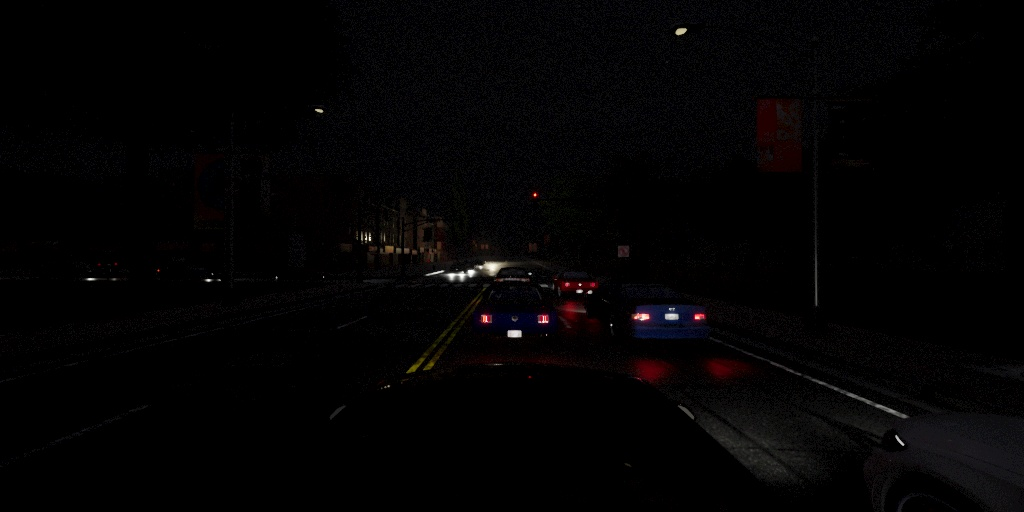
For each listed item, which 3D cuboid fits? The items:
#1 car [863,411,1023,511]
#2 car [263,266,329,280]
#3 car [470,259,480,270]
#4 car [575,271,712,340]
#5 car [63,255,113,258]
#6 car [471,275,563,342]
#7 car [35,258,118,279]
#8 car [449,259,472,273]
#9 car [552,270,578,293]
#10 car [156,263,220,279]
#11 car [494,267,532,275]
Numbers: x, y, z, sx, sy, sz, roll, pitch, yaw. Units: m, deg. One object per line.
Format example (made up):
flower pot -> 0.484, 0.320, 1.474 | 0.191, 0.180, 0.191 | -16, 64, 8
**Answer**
car -> 3.344, 1.275, 0.487 | 1.812, 1.442, 4.674 | 0, 0, 0
car -> -18.098, 1.449, 30.251 | 4.718, 1.301, 1.895 | 1, 0, 0
car -> -6.615, 1.287, 54.954 | 2.128, 1.511, 4.902 | 0, 1, 0
car -> 3.328, 1.322, 9.963 | 2.033, 1.411, 5.357 | 0, 0, 0
car -> -39.997, 0.910, 33.207 | 5.566, 2.045, 2.150 | 0, 0, 0
car -> 0.078, 1.374, 9.837 | 1.895, 1.301, 4.718 | 0, 0, 0
car -> -36.884, 1.164, 30.260 | 5.008, 1.535, 1.882 | 0, 0, 0
car -> -6.618, 1.427, 44.874 | 1.994, 1.385, 4.181 | 0, 0, 0
car -> 3.296, 1.440, 19.606 | 1.895, 1.301, 4.718 | 0, 0, 0
car -> -27.260, 1.325, 30.248 | 4.181, 1.385, 1.994 | 0, 0, 0
car -> 0.045, 1.314, 19.178 | 1.882, 1.535, 5.008 | 0, 0, 0
